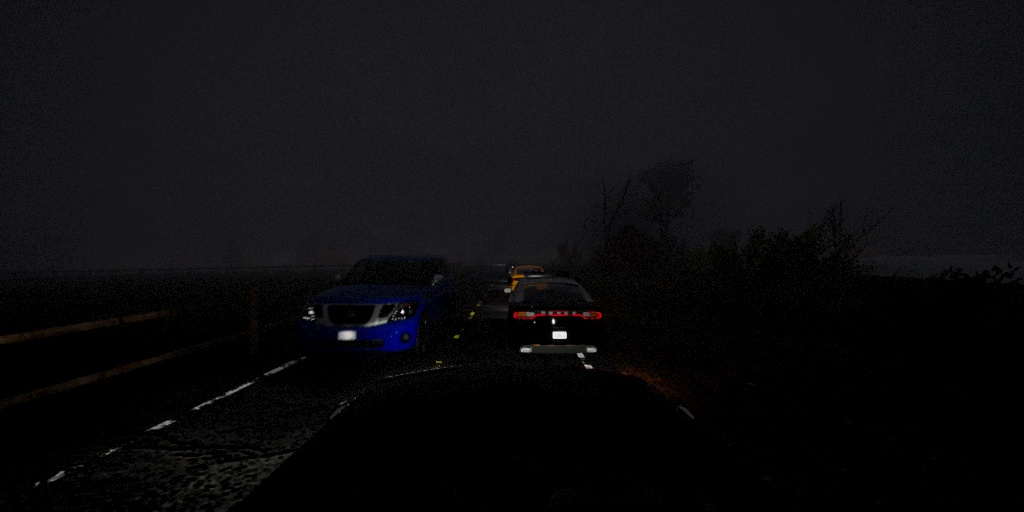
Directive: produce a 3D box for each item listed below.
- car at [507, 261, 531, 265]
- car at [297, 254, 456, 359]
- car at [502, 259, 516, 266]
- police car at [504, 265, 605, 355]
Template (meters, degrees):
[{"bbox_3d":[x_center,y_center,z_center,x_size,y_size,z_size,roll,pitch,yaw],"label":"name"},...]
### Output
[{"bbox_3d":[0.841,1.228,18.715,1.882,1.535,5.008,0,0,0],"label":"car"},{"bbox_3d":[-2.741,0.971,8.734,2.150,2.045,5.566,0,0,0],"label":"car"},{"bbox_3d":[0.086,1.335,46.614,1.994,1.385,4.181,0,0,0],"label":"car"},{"bbox_3d":[0.832,1.175,8.825,1.930,1.638,5.238,0,0,0],"label":"police car"}]
